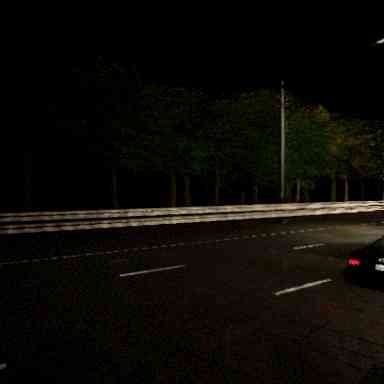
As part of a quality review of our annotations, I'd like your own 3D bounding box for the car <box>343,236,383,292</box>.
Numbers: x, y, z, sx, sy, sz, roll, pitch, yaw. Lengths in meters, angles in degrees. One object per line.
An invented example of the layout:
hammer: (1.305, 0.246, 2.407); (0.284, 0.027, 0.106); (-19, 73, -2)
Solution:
car: (5.810, 1.550, 8.014); (5.357, 1.411, 2.033); (0, 0, -35)
